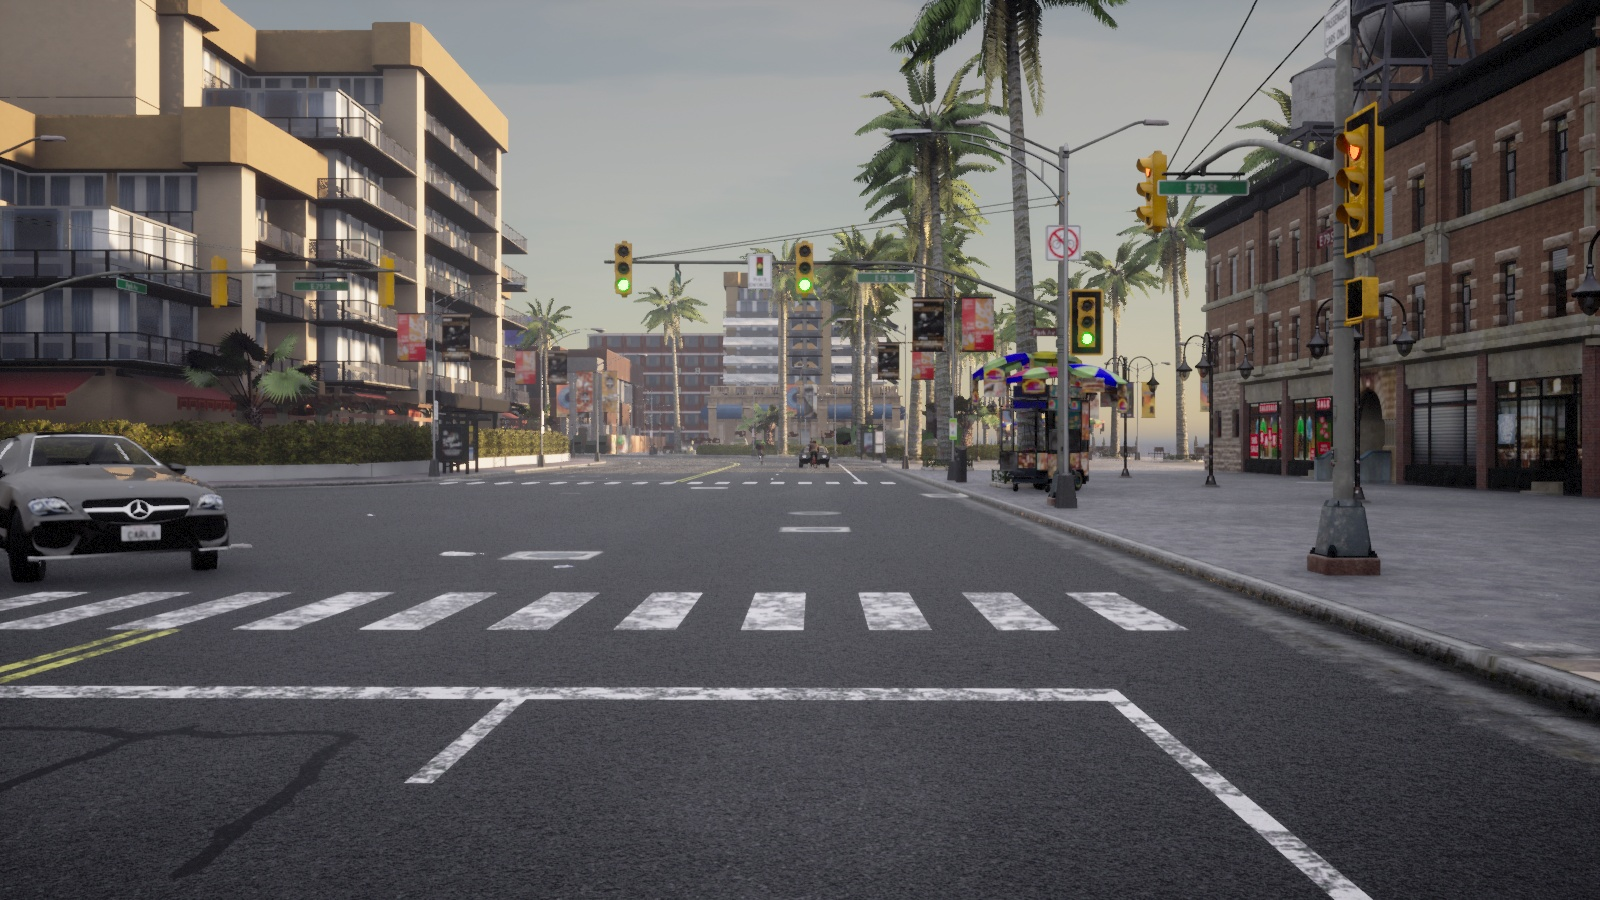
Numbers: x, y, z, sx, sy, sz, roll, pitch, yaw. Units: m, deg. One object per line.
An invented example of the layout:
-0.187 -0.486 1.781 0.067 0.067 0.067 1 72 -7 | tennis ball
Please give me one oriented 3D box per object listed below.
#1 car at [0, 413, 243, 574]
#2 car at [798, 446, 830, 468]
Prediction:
-8.864 0.431 15.398 2.152 1.651 5.027 0 0 -44 | car
0.882 0.412 77.209 1.895 1.301 4.718 0 0 1 | car
